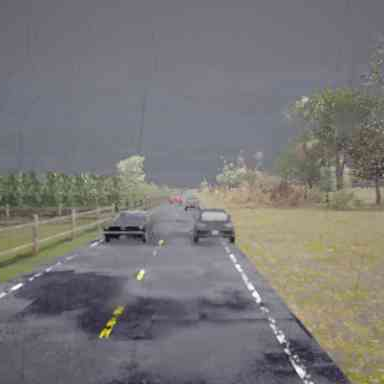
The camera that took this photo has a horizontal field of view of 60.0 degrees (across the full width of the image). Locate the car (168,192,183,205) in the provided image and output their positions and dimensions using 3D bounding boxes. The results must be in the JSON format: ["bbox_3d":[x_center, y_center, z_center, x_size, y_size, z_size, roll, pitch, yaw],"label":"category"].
[{"bbox_3d":[-2.789,1.078,57.347,2.150,2.045,5.566,0,0,1],"label":"car"}]

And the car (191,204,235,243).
[{"bbox_3d":[0.965,1.497,15.890,1.812,1.442,4.674,0,0,0],"label":"car"}]

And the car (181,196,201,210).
[{"bbox_3d":[0.072,1.455,41.238,2.033,1.411,5.357,0,0,0],"label":"car"}]

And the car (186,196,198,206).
[{"bbox_3d":[0.010,1.370,54.694,1.837,1.490,4.892,0,0,0],"label":"car"}]

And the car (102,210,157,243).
[{"bbox_3d":[-2.848,1.571,16.026,1.895,1.301,4.718,0,0,0],"label":"car"}]
